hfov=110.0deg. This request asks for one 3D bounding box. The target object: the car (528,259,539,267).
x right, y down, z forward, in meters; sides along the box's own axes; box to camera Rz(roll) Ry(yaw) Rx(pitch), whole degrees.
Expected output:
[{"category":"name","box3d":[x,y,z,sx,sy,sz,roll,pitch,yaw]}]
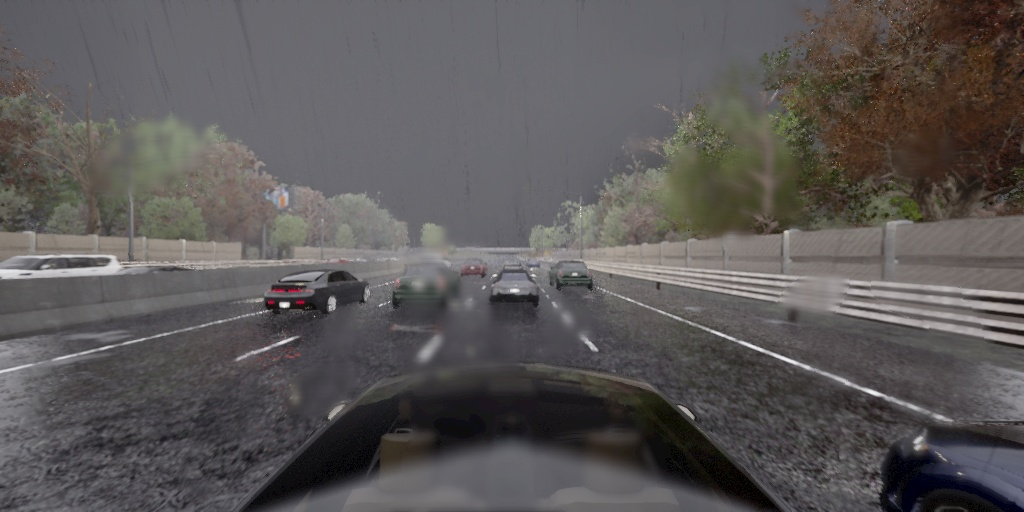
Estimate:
[{"category":"car","box3d":[3.505,1.189,60.755,1.994,1.385,4.181,0,0,0]}]

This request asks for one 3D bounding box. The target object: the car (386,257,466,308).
[{"category":"car","box3d":[-3.395,1.069,15.156,2.097,1.767,4.553,0,0,0]}]

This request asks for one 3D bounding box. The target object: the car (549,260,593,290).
[{"category":"car","box3d":[3.500,1.053,22.056,2.097,1.767,4.553,0,0,0]}]

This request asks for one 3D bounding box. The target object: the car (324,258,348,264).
[{"category":"car","box3d":[-28.036,1.109,57.243,1.882,1.535,5.008,0,0,1]}]

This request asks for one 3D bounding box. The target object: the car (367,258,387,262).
[{"category":"car","box3d":[-21.044,1.121,57.939,2.128,1.511,4.902,0,0,1]}]

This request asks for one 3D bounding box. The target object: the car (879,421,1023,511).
[{"category":"car","box3d":[3.509,1.307,0.669,1.994,1.385,4.181,0,0,0]}]

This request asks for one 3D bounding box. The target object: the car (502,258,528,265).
[{"category":"car","box3d":[0.106,1.169,33.254,2.128,1.511,4.902,0,0,0]}]

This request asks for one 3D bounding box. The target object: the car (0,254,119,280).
[{"category":"car","box3d":[-21.096,0.937,16.201,2.150,2.045,5.566,0,0,0]}]

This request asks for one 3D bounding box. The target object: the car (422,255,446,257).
[{"category":"car","box3d":[-6.899,0.900,32.573,2.150,2.045,5.566,0,0,0]}]

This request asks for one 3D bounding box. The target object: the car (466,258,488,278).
[{"category":"car","box3d":[-3.399,1.030,33.013,2.097,1.767,4.553,0,0,0]}]

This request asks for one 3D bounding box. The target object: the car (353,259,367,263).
[{"category":"car","box3d":[-24.526,1.176,59.002,2.033,1.411,5.357,0,0,1]}]

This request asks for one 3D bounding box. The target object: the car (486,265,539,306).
[{"category":"car","box3d":[0.103,1.280,15.657,1.994,1.385,4.181,0,0,0]}]

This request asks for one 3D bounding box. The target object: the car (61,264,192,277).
[{"category":"car","box3d":[-17.598,1.218,17.233,1.837,1.490,4.892,0,0,0]}]

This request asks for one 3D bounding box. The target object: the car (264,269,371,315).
[{"category":"car","box3d":[-6.899,1.227,13.307,1.837,1.490,4.892,0,0,0]}]
